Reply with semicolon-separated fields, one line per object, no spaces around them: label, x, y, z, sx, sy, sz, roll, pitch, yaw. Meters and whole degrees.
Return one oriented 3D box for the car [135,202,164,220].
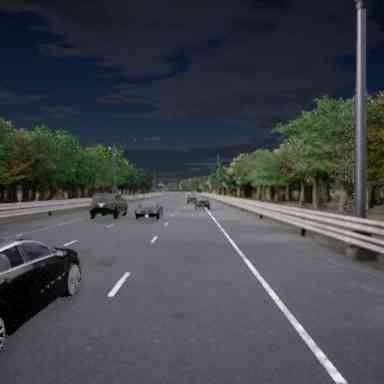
car;-3.390;1.509;27.210;1.895;1.301;4.718;0;0;0

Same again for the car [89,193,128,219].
car;-6.889;1.127;27.946;2.150;2.045;5.566;0;0;0

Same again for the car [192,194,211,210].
car;1.240;1.367;40.572;1.837;1.490;4.892;0;0;0

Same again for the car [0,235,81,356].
car;-3.397;1.475;5.555;2.128;1.511;4.902;0;0;0

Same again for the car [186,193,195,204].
car;0.022;1.302;59.057;1.837;1.490;4.892;0;0;0

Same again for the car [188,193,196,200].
car;0.028;1.050;77.674;1.837;1.490;4.892;0;0;0
